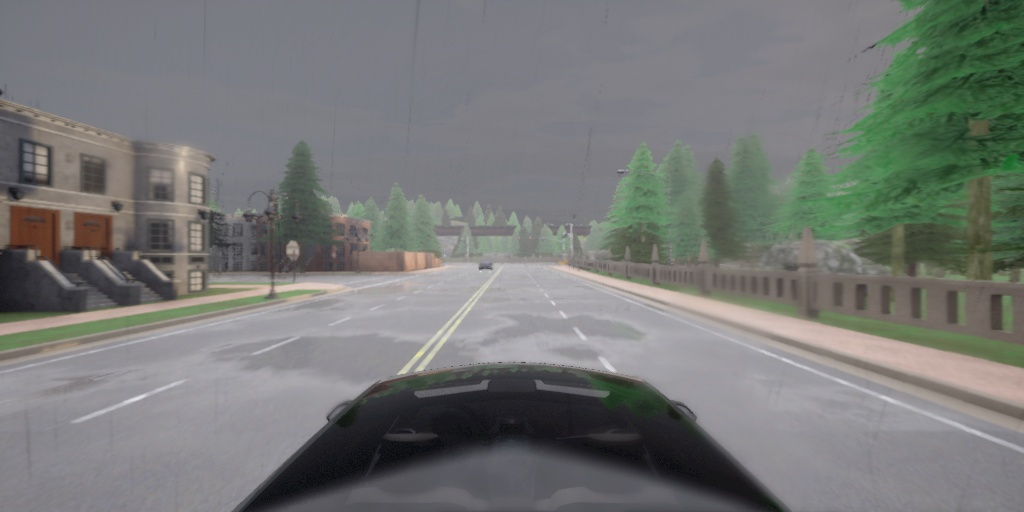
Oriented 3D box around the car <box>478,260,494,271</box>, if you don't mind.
[{"bbox_3d":[-3.545,1.306,49.657,2.033,1.411,5.357,0,0,1],"label":"car"}]
